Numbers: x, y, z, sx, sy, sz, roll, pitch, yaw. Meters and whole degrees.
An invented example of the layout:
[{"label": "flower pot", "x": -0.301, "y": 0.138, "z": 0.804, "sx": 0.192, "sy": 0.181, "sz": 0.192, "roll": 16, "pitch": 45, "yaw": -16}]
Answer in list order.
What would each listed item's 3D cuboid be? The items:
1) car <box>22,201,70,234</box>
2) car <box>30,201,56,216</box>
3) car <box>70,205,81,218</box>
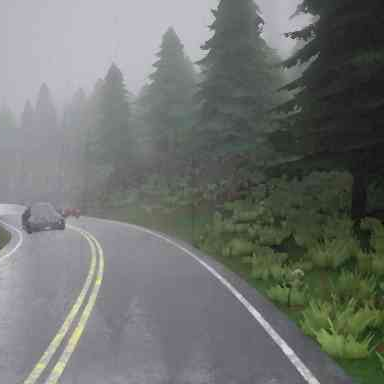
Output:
[{"label": "car", "x": -9.625, "y": 1.588, "z": 21.364, "sx": 2.097, "sy": 1.767, "sz": 4.553, "roll": -3, "pitch": 0, "yaw": -32}, {"label": "car", "x": -17.946, "y": 1.915, "z": 39.854, "sx": 1.837, "sy": 1.490, "sz": 4.892, "roll": -3, "pitch": 1, "yaw": -35}, {"label": "car", "x": -12.030, "y": 1.834, "z": 31.359, "sx": 1.895, "sy": 1.301, "sz": 4.718, "roll": -3, "pitch": 1, "yaw": -34}]
